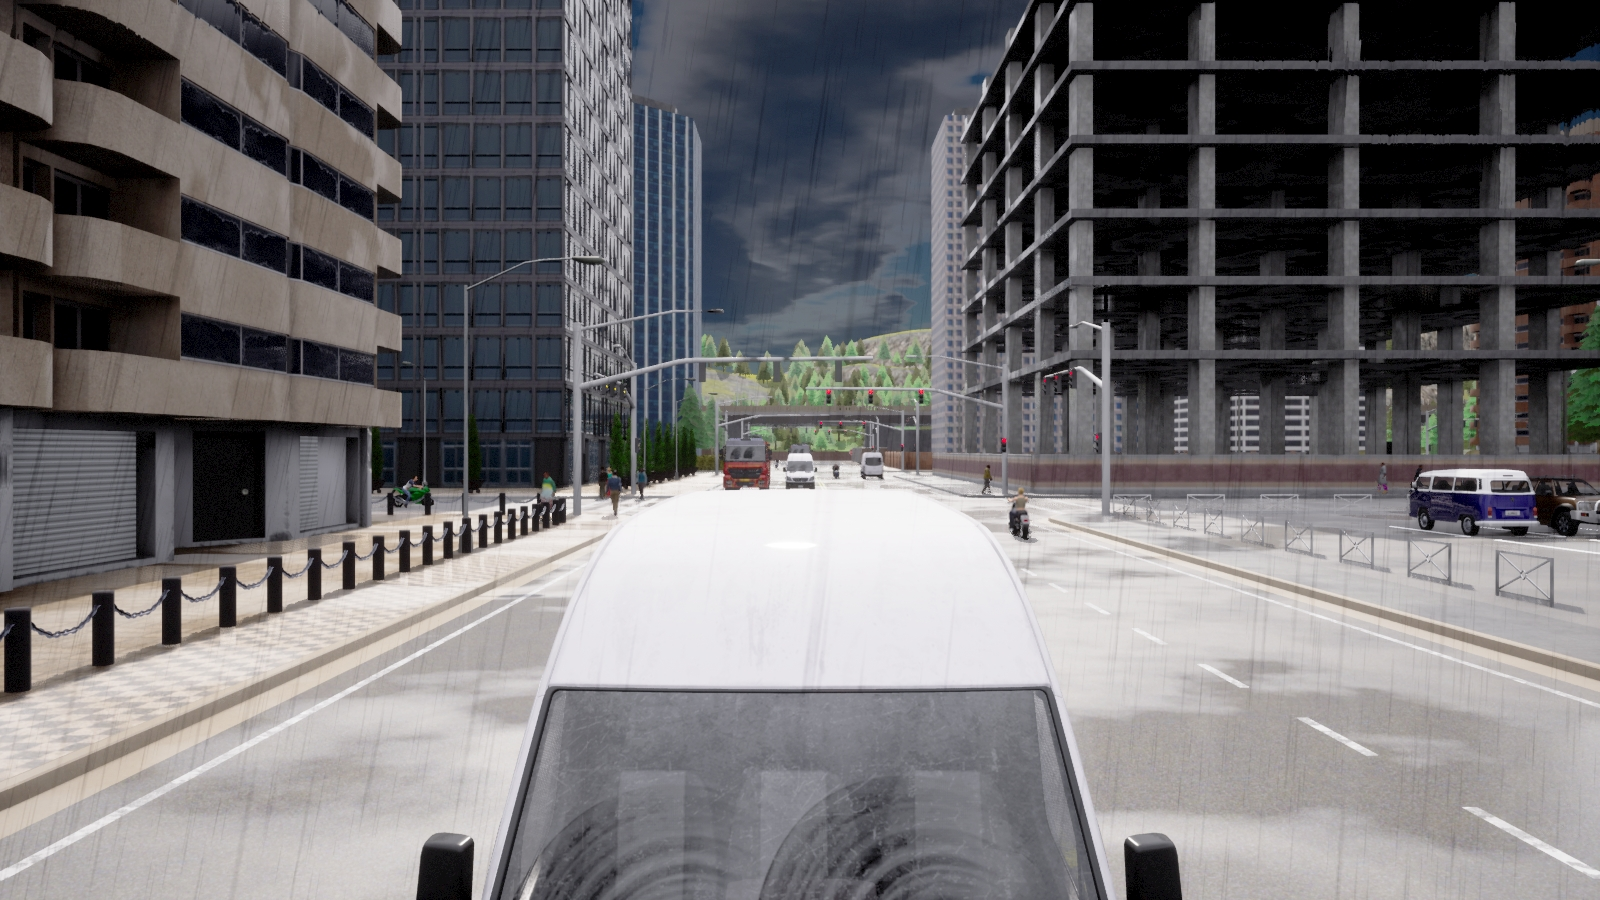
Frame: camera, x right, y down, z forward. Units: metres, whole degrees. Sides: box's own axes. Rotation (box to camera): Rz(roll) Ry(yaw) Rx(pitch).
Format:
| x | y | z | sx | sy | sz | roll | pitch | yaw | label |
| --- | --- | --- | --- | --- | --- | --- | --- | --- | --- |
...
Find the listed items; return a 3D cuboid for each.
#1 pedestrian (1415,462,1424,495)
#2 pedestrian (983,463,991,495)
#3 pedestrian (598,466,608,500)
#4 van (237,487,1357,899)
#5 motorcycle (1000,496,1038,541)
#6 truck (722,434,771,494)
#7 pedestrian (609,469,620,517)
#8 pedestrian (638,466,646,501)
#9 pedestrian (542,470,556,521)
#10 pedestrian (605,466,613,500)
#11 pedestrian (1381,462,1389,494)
| x | y | z | sx | sy | sz | roll | pitch | yaw | label |
| --- | --- | --- | --- | --- | --- | --- | --- | --- | --- |
| 35.752 | 1.641 | 65.966 | 0.375 | 1.860 | 0.375 | 0 | 0 | 15 | pedestrian |
| 10.992 | 1.691 | 67.053 | 0.375 | 1.860 | 0.375 | 0 | 0 | -3 | pedestrian |
| -10.736 | 1.793 | 62.213 | 0.375 | 1.860 | 0.375 | 0 | 0 | 42 | pedestrian |
| -0.002 | 1.534 | 4.985 | 1.988 | 2.561 | 5.915 | 0 | 0 | 0 | van |
| 7.003 | 2.155 | 36.587 | 0.764 | 1.307 | 2.356 | 0 | 0 | 0 | motorcycle |
| -3.496 | 0.891 | 77.013 | 2.891 | 3.827 | 8.468 | 0 | 0 | 0 | truck |
| -7.336 | 1.697 | 45.235 | 0.375 | 1.860 | 0.375 | 0 | 0 | -4 | pedestrian |
| -8.533 | 1.799 | 61.819 | 0.375 | 1.860 | 0.375 | 0 | 0 | 0 | pedestrian |
| -9.266 | 1.670 | 42.171 | 0.375 | 1.860 | 0.375 | 0 | 0 | 22 | pedestrian |
| -10.538 | 1.793 | 63.083 | 0.375 | 1.860 | 0.375 | 0 | 0 | -24 | pedestrian |
| 34.503 | 1.642 | 67.423 | 0.375 | 1.860 | 0.375 | 0 | 0 | 18 | pedestrian |
